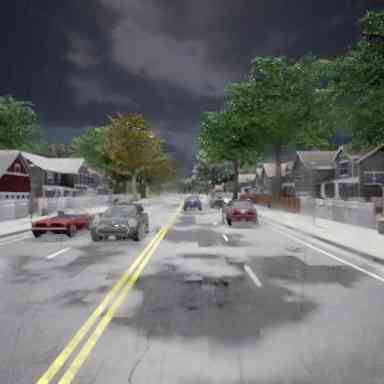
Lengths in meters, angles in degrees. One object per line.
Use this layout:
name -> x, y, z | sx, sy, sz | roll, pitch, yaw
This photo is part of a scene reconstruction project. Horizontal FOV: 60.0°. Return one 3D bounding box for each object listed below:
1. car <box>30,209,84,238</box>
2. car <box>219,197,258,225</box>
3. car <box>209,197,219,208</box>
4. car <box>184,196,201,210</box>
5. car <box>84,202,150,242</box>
car -> -6.582, 1.571, 17.508 | 1.895, 1.301, 4.718 | 0, 0, 0
car -> 3.333, 1.308, 23.768 | 2.097, 1.767, 4.553 | 0, 0, 0
car -> 3.332, 1.396, 44.704 | 1.837, 1.490, 4.892 | 0, 1, 0
car -> 0.081, 1.254, 41.220 | 2.097, 1.767, 4.553 | 0, 0, 0
car -> -3.336, 1.325, 16.186 | 2.097, 1.767, 4.553 | 0, 0, 0
